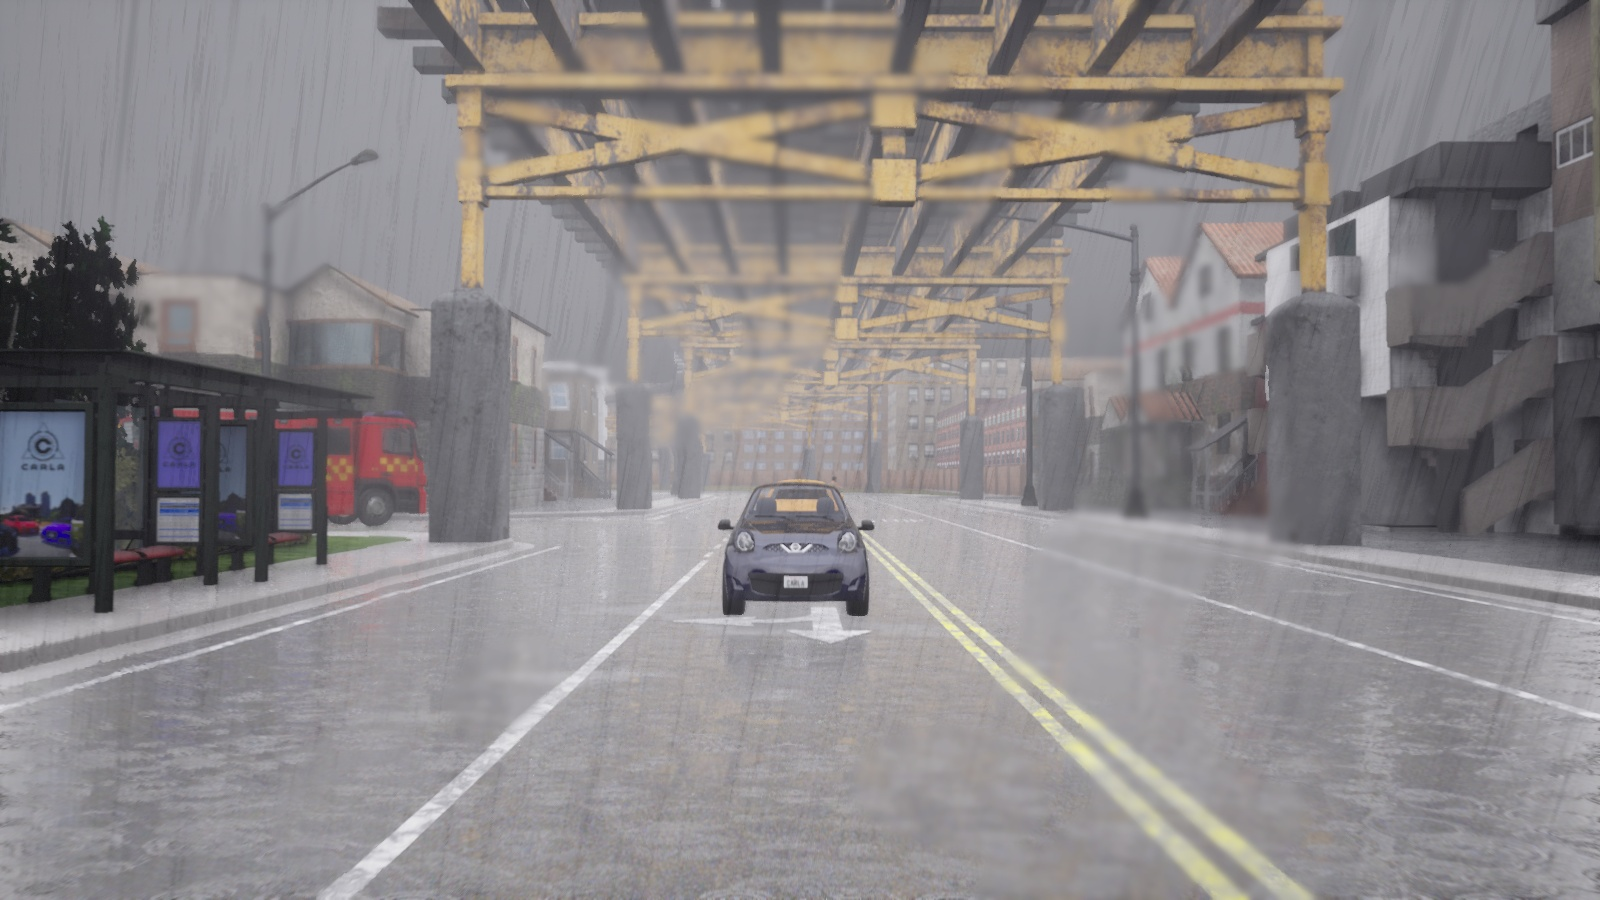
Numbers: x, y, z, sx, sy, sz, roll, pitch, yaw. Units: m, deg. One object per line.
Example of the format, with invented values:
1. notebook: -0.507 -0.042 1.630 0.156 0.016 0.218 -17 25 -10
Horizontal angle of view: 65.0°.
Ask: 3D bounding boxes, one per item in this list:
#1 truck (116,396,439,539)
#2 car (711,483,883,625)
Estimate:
1. truck: -15.439 0.544 37.705 8.468 3.827 2.891 1 -2 -44
2. car: -0.040 1.172 15.341 1.845 1.501 3.633 0 -1 0
